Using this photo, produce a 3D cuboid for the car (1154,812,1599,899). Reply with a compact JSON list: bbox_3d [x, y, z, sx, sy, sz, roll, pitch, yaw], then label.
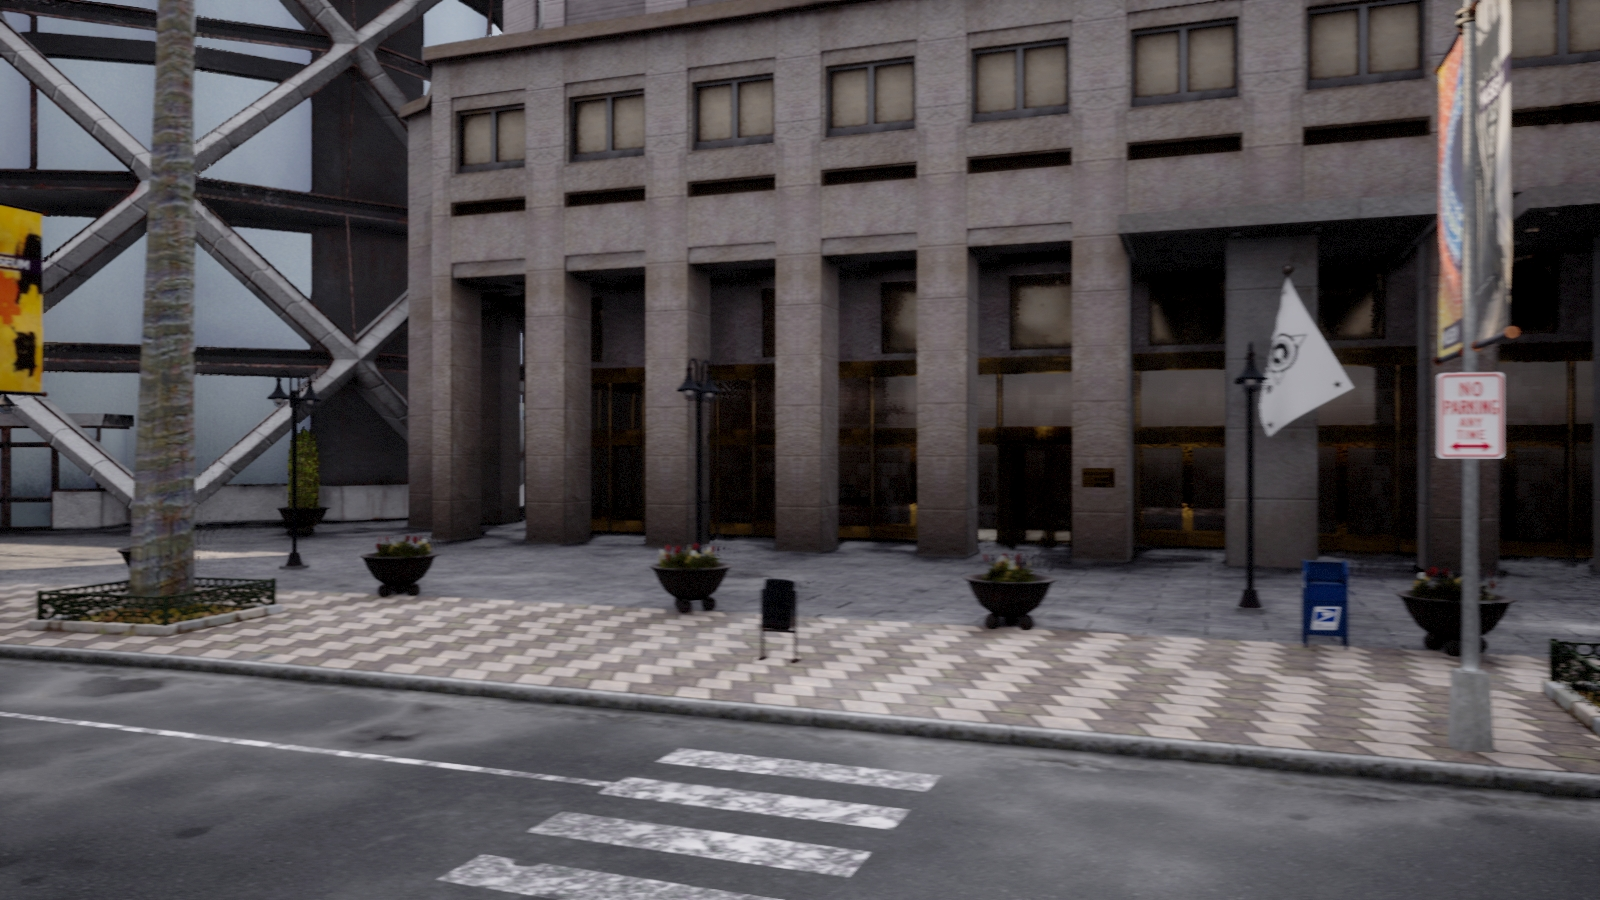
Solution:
[{"bbox_3d":[3.266,2.034,2.139,5.006,1.535,2.097,0,0,21],"label":"car"}]
